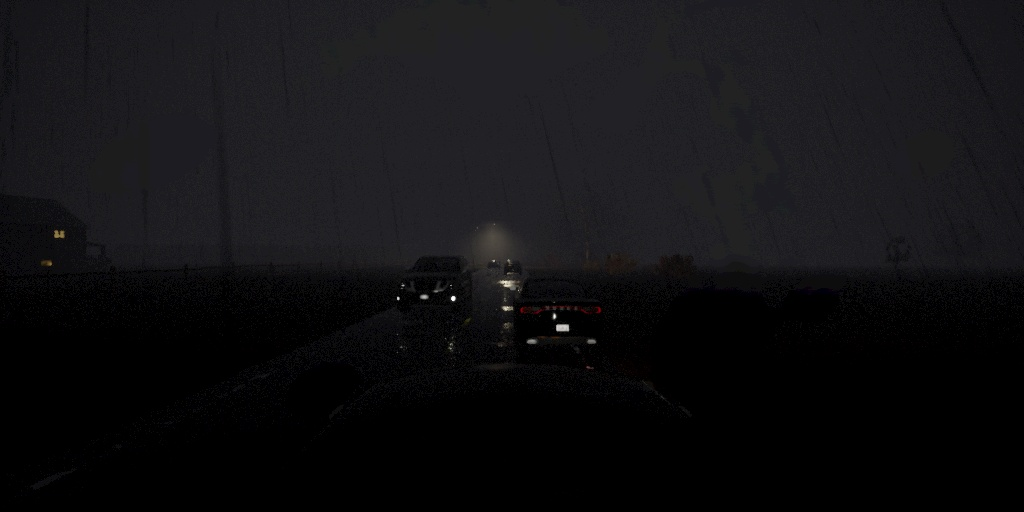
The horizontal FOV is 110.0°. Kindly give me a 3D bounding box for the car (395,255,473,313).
[{"bbox_3d":[-2.843,0.967,14.376,2.150,2.045,5.566,0,0,0],"label":"car"}]

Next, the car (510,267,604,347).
[{"bbox_3d":[0.969,1.225,9.330,1.882,1.535,5.008,0,0,0],"label":"car"}]

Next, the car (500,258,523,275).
[{"bbox_3d":[0.101,1.228,38.691,2.128,1.511,4.902,0,0,0],"label":"car"}]

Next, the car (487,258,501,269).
[{"bbox_3d":[-2.817,1.295,56.258,1.994,1.385,4.181,0,0,0],"label":"car"}]
